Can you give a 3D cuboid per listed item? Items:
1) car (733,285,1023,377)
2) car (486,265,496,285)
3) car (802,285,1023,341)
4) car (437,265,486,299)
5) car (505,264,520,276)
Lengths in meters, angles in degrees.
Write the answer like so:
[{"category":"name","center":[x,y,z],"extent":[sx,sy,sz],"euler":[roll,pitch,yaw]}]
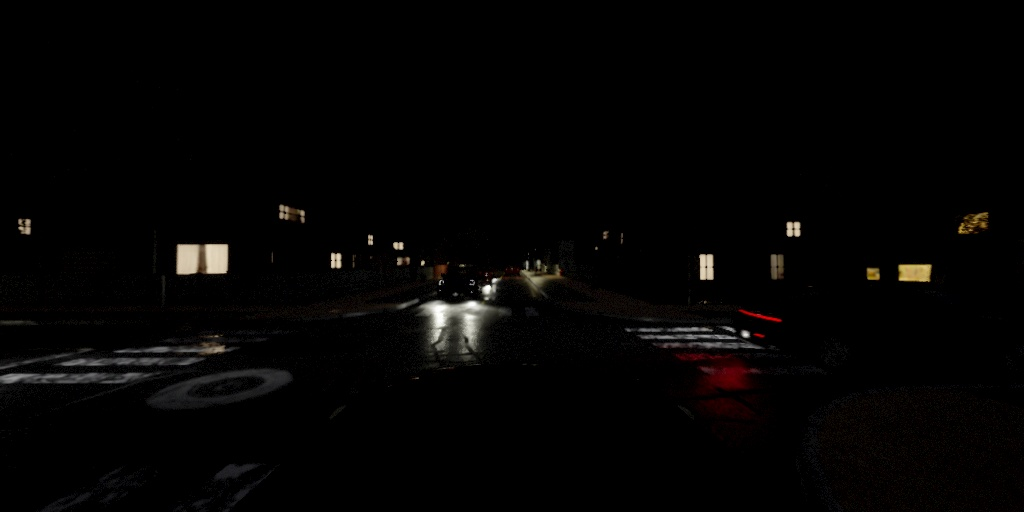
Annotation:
[{"category":"car","center":[7.206,1.351,7.158],"extent":[4.892,1.490,1.837],"euler":[0,0,5]},{"category":"car","center":[-2.848,1.584,31.728],"extent":[2.097,1.767,4.553],"euler":[0,-1,0]},{"category":"car","center":[11.266,1.533,10.118],"extent":[4.718,1.301,1.895],"euler":[0,-2,-3]},{"category":"car","center":[-2.852,1.398,20.356],"extent":[2.097,1.767,4.553],"euler":[0,-1,0]},{"category":"car","center":[0.050,1.947,51.779],"extent":[2.097,1.767,4.553],"euler":[0,-1,1]}]
